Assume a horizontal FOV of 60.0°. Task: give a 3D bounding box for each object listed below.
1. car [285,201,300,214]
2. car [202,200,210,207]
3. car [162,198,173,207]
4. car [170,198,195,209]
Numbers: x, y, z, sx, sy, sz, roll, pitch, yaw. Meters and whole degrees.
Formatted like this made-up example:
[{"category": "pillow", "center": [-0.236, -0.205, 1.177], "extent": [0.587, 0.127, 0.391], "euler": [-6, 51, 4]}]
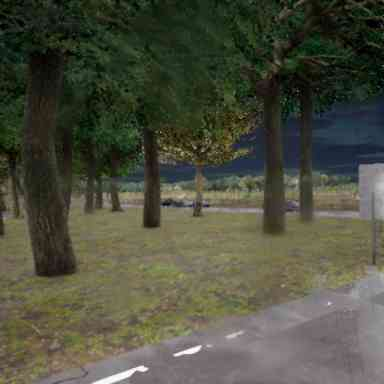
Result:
[{"category": "car", "center": [11.854, 1.753, 38.755], "extent": [1.994, 1.385, 4.181], "euler": [-2, 0, -35]}, {"category": "car", "center": [1.360, 2.070, 58.691], "extent": [1.994, 1.385, 4.181], "euler": [-2, 0, -34]}, {"category": "car", "center": [-4.164, 2.022, 66.428], "extent": [2.097, 1.767, 4.553], "euler": [-2, 0, -35]}, {"category": "car", "center": [-1.322, 2.156, 57.564], "extent": [1.994, 1.385, 4.181], "euler": [-2, 0, -35]}]
